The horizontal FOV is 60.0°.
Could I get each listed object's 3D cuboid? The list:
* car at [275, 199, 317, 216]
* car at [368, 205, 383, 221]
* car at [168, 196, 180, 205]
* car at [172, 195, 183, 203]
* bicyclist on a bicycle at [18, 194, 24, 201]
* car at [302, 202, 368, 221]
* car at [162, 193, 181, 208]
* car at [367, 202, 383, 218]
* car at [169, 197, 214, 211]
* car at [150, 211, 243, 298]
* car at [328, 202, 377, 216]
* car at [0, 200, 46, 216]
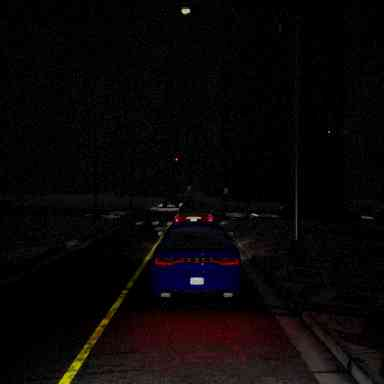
[{"bbox_3d":[10.940,1.539,34.247,4.553,1.767,2.097,1,0,0],"label":"car"},{"bbox_3d":[17.938,1.824,28.401,4.829,1.417,1.752,1,-1,0],"label":"car"},{"bbox_3d":[-3.101,1.526,59.183,1.812,1.442,4.674,0,0,1],"label":"car"},{"bbox_3d":[-3.034,1.493,69.501,2.128,1.511,4.902,0,0,0],"label":"car"},{"bbox_3d":[-20.511,1.030,39.775,0.582,1.620,1.656,1,0,0],"label":"bicyclist on a bicycle"},{"bbox_3d":[12.125,1.775,28.398,4.313,1.339,1.947,1,-1,0],"label":"car"},{"bbox_3d":[-3.111,1.222,49.351,2.150,2.045,5.566,0,0,0],"label":"car"},{"bbox_3d":[20.854,1.867,34.251,4.674,1.442,1.812,1,0,0],"label":"car"},{"bbox_3d":[0.114,1.352,17.710,2.097,1.767,4.553,0,0,1],"label":"car"},{"bbox_3d":[0.098,1.477,8.556,1.882,1.535,5.008,0,0,0],"label":"car"},{"bbox_3d":[17.773,1.842,36.925,4.403,1.369,2.008,1,-1,0],"label":"car"},{"bbox_3d":[-14.784,1.367,28.293,4.403,1.369,2.008,1,-1,0],"label":"car"}]
